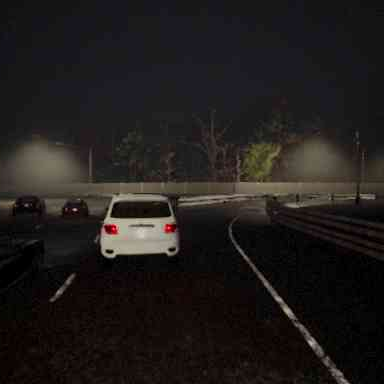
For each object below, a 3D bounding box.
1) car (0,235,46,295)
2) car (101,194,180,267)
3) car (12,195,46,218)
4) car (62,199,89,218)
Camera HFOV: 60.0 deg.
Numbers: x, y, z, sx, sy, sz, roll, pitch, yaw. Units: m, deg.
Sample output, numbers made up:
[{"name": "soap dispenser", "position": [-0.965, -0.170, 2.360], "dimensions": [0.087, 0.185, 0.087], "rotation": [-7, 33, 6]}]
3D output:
[{"name": "car", "position": [-4.609, 1.520, 6.898], "dimensions": [1.895, 1.301, 4.718], "rotation": [0, 1, -8]}, {"name": "car", "position": [-1.734, 1.086, 11.142], "dimensions": [2.150, 2.045, 5.566], "rotation": [0, 1, -10]}, {"name": "car", "position": [-13.171, 1.034, 27.115], "dimensions": [2.097, 1.767, 4.553], "rotation": [0, 1, -19]}, {"name": "car", "position": [-9.258, 1.248, 26.534], "dimensions": [1.994, 1.385, 4.181], "rotation": [0, 1, -18]}]
